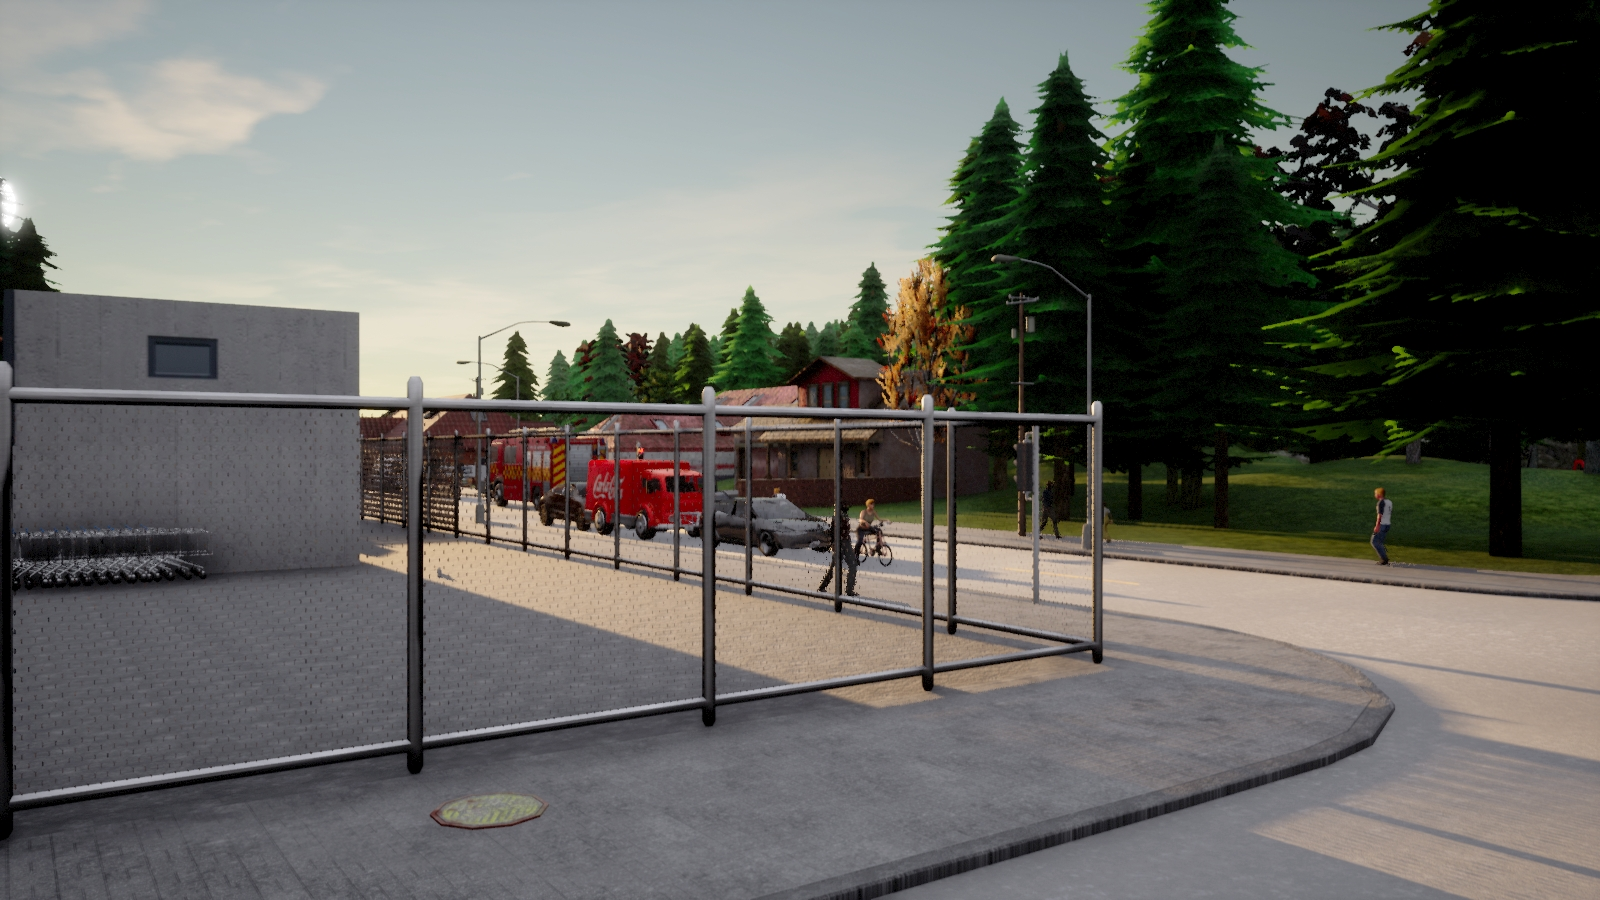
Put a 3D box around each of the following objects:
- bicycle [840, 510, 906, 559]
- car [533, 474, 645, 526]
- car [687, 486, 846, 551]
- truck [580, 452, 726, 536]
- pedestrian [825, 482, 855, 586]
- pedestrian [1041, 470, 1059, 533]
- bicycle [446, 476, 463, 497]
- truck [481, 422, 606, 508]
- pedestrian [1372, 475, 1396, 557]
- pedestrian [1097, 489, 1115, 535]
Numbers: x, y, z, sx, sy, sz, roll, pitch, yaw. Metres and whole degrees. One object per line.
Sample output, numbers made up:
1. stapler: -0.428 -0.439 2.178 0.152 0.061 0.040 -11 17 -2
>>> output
1. bicycle: 1.773 2.033 27.810 0.859 1.080 1.487 0 0 -35
2. car: -7.756 1.772 41.538 2.152 1.651 5.027 0 0 -34
3. car: -1.029 1.840 31.812 2.163 1.488 4.792 0 0 -35
4. truck: -4.910 1.336 37.383 2.627 2.467 5.204 0 0 -35
5. pedestrian: 0.727 1.514 20.748 0.375 1.860 0.375 0 0 41
6. pedestrian: 7.426 1.520 33.922 0.375 1.860 0.375 0 0 -39
7. bicycle: -19.316 2.033 63.874 0.859 1.080 1.487 0 0 -19
8. truck: -12.544 0.667 55.259 2.891 3.827 8.468 0 0 -35
9. pedestrian: 13.553 1.520 26.519 0.375 1.860 0.375 0 0 -37
10. pedestrian: 8.850 1.801 33.046 0.375 1.300 0.375 0 0 -34
